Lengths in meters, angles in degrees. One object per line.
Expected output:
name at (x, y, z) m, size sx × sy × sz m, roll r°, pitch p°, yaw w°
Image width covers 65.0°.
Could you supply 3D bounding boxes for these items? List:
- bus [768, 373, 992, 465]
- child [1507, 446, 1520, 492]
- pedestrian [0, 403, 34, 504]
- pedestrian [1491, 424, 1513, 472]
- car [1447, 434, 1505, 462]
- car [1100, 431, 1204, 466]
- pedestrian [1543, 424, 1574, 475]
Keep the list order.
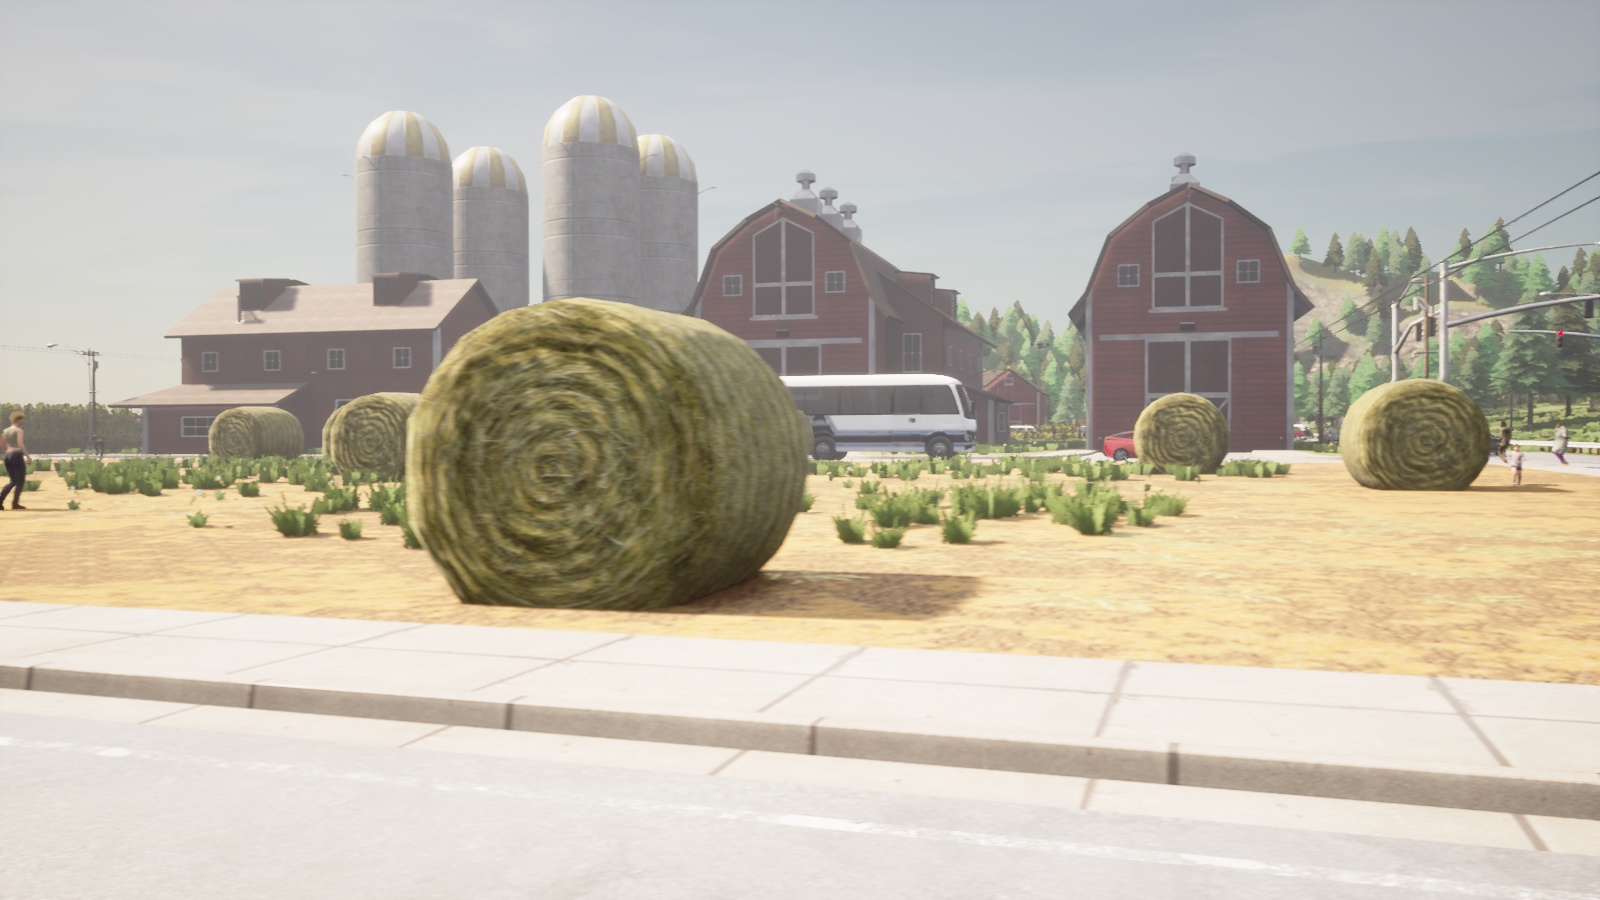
bus at (3.938, -1.497, 61.028) m, size 10.273 × 4.253 × 3.944 m, roll 0°, pitch 1°, yaw 15°
child at (17.407, 0.449, 30.644) m, size 0.255 × 1.110 × 0.394 m, roll 1°, pitch 1°, yaw 26°
pedestrian at (-14.574, 0.062, 23.238) m, size 0.345 × 1.836 × 0.594 m, roll 1°, pitch 1°, yaw 19°
pedestrian at (28.640, -0.088, 51.246) m, size 0.396 × 1.930 × 0.692 m, roll 0°, pitch 1°, yaw -18°
car at (38.147, -0.132, 70.955) m, size 1.837 × 1.490 × 4.892 m, roll 0°, pitch 1°, yaw 16°
car at (16.164, -0.086, 57.823) m, size 4.514 × 1.525 × 2.007 m, roll 0°, pitch 1°, yaw 15°
pedestrian at (29.522, -0.021, 48.884) m, size 0.873 × 1.952 × 0.659 m, roll 0°, pitch 1°, yaw 15°
